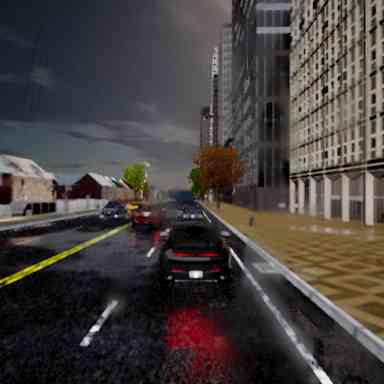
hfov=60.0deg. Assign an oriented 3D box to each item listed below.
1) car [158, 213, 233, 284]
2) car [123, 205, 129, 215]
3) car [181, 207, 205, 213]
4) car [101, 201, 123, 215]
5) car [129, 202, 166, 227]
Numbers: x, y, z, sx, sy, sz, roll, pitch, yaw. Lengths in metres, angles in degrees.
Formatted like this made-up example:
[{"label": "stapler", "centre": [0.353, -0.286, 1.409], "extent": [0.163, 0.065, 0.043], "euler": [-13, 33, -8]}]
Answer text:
[{"label": "car", "centre": [0.089, 1.621, 9.923], "extent": [1.837, 1.490, 4.892], "euler": [0, 0, 0]}, {"label": "car", "centre": [-6.556, 1.980, 40.296], "extent": [1.882, 1.535, 5.008], "euler": [0, -1, 0]}, {"label": "car", "centre": [0.069, 1.873, 26.829], "extent": [2.033, 1.411, 5.357], "euler": [0, -1, 0]}, {"label": "car", "centre": [-9.797, 1.934, 41.580], "extent": [2.097, 1.767, 4.553], "euler": [0, -1, 0]}, {"label": "car", "centre": [-3.178, 1.658, 25.343], "extent": [2.097, 1.767, 4.553], "euler": [0, -1, 0]}]
